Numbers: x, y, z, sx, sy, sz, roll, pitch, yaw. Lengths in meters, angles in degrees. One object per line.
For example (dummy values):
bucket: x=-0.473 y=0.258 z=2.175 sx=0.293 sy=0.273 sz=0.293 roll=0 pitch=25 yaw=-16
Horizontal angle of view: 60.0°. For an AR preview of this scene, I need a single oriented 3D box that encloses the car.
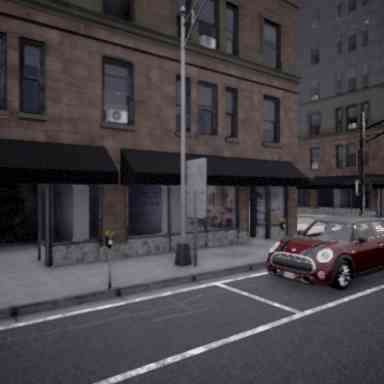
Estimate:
car: x=3.910 y=1.422 z=8.977 sx=4.097 sy=1.590 sz=1.967 roll=0 pitch=0 yaw=-36
